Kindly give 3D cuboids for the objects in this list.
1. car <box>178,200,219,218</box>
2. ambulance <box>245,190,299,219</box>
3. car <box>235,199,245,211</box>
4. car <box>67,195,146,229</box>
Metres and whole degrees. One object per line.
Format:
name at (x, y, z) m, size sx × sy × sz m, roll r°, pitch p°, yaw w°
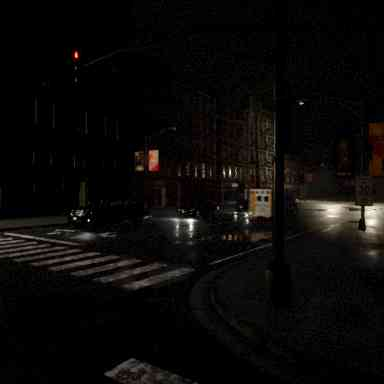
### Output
car at (0.657, 1.483, 30.406) m, size 1.837 × 1.490 × 4.892 m, roll 0°, pitch 0°, yaw 35°
ambulance at (7.160, 1.026, 28.166) m, size 2.351 × 2.431 × 6.366 m, roll 0°, pitch 0°, yaw 35°
car at (6.824, 1.477, 39.087) m, size 1.837 × 1.490 × 4.892 m, roll 0°, pitch 0°, yaw 35°
car at (-5.390, 1.205, 21.923) m, size 2.150 × 2.045 × 5.566 m, roll 0°, pitch 0°, yaw 33°
